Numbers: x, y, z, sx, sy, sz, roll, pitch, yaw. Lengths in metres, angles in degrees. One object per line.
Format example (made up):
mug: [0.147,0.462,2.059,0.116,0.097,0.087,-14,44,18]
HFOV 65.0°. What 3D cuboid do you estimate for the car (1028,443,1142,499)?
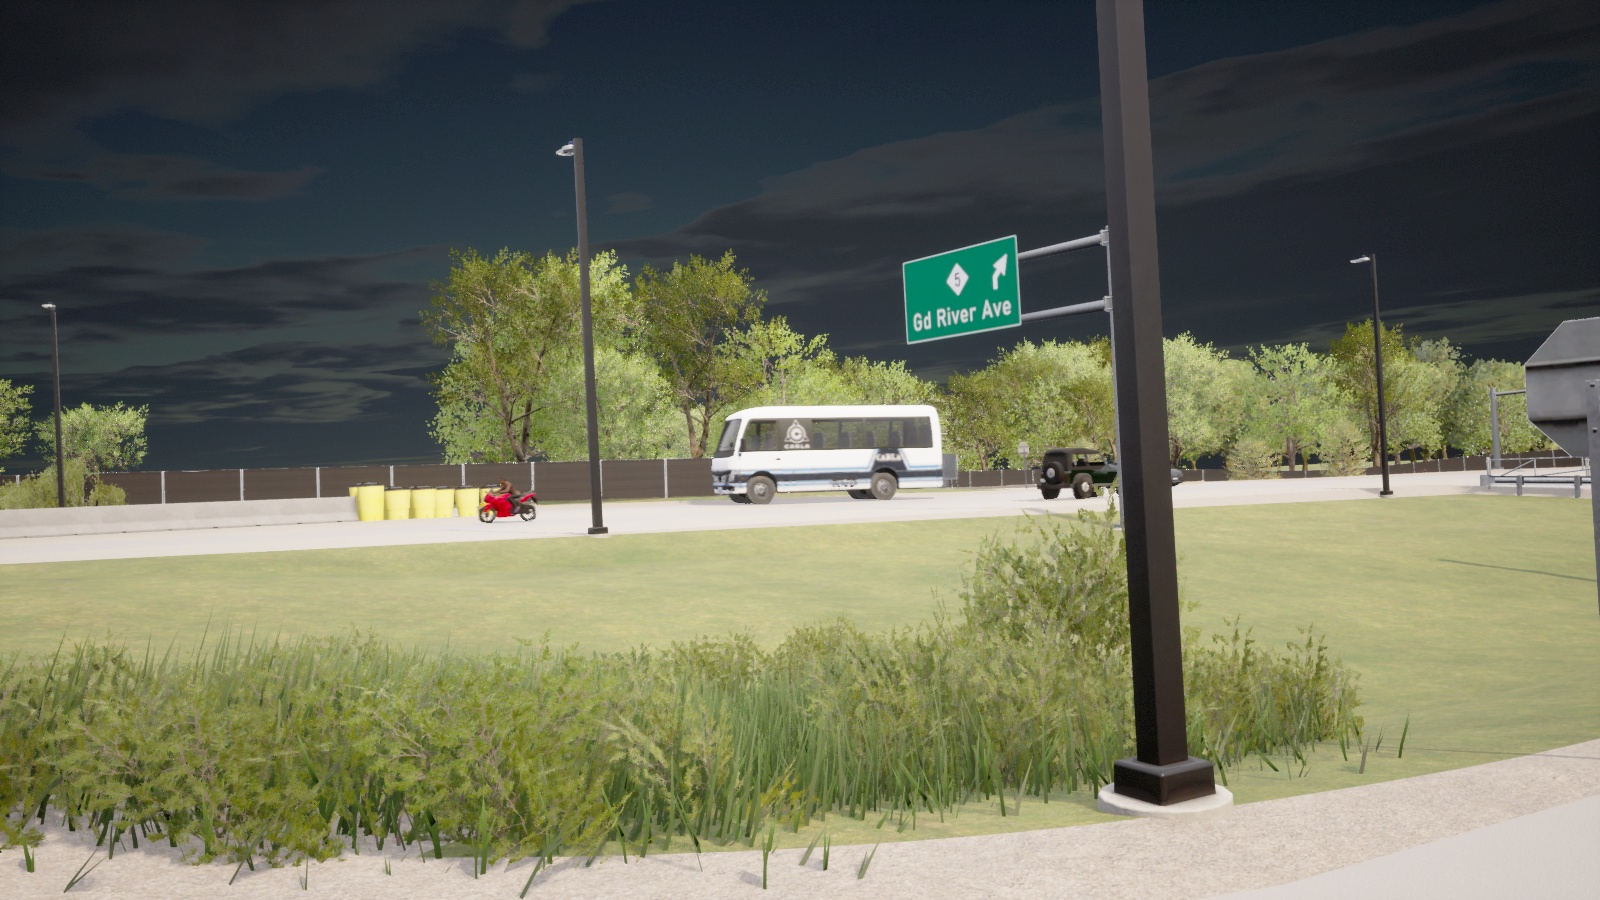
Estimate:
car: [10.571,0.770,46.472,3.866,1.878,1.905,-2,-2,-35]

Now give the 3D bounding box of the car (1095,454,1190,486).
car: [18.007,1.061,66.240,2.007,1.525,4.514,-2,-1,-35]

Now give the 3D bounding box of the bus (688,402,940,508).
bus: [0.600,0.195,55.587,10.273,4.253,3.944,-2,-1,-19]

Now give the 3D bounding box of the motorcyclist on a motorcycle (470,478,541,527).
motorcyclist on a motorcycle: [-9.607,1.706,41.004,2.044,1.523,0.797,-2,-2,-35]
